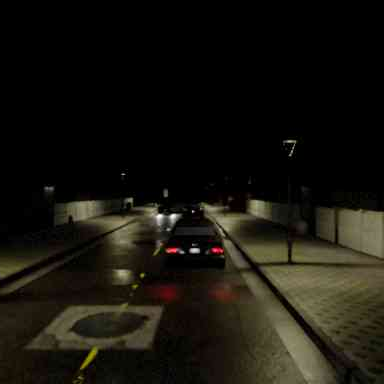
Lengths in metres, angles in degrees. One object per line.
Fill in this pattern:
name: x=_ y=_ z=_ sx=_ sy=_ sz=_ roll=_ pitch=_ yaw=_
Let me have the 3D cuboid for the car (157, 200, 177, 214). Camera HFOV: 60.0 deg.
car: x=-2.846 y=1.702 z=38.012 sx=1.837 sy=1.490 sz=4.892 roll=0 pitch=0 yaw=0

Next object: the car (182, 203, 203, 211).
car: x=0.092 y=1.732 z=31.916 sx=1.994 sy=1.385 sz=4.181 roll=0 pitch=0 yaw=0

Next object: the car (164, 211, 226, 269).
car: x=0.085 y=1.610 z=11.310 sx=2.033 sy=1.411 sz=5.357 roll=0 pitch=0 yaw=0
